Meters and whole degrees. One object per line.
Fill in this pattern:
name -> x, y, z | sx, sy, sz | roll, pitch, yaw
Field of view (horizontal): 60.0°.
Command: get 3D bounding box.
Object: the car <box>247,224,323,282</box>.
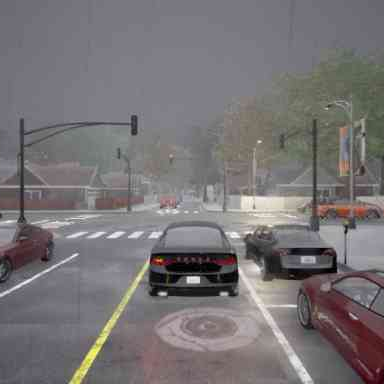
car -> 2.625, 1.566, 9.587 | 1.947, 1.339, 4.313 | 0, 0, 0

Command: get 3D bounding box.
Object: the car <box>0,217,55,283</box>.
car -> -5.400, 1.582, 9.572 | 1.802, 1.307, 4.206 | 0, 0, 0

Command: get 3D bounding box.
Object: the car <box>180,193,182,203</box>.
car -> -3.226, 1.386, 57.652 | 2.097, 1.767, 4.553 | 0, 0, 0

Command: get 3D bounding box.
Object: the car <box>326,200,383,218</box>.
car -> 14.331, 1.469, 29.328 | 4.181, 1.385, 1.994 | 0, 0, 0

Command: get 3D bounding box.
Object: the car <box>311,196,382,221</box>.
car -> 12.114, 1.271, 25.899 | 4.553, 1.767, 2.097 | 0, 0, 1

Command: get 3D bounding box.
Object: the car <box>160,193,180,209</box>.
car -> -3.197, 1.242, 46.036 | 2.150, 2.045, 5.566 | 0, 0, 0

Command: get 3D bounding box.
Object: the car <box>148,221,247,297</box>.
car -> 0.048, 1.477, 8.633 | 1.882, 1.535, 5.008 | 0, 0, 1

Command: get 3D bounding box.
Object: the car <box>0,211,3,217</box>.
car -> -17.073, 1.658, 25.838 | 4.181, 1.385, 1.994 | 0, 0, 0

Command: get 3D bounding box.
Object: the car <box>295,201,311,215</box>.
car -> 12.539, 1.266, 32.577 | 4.553, 1.767, 2.097 | 0, 0, 0

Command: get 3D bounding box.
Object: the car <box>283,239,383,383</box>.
car -> 2.635, 1.582, 4.069 | 1.802, 1.307, 4.206 | 0, 0, 0
